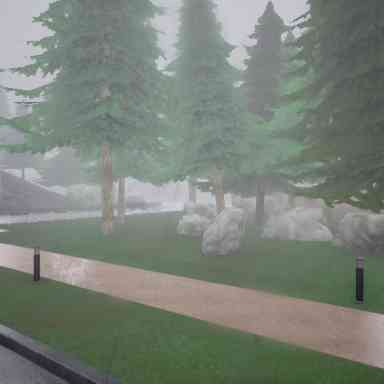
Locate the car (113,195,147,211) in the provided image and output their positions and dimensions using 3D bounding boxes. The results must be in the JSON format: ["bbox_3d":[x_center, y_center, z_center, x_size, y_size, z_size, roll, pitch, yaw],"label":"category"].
[{"bbox_3d":[-7.200,1.189,37.108,2.097,1.767,4.553,0,0,36],"label":"car"}]
